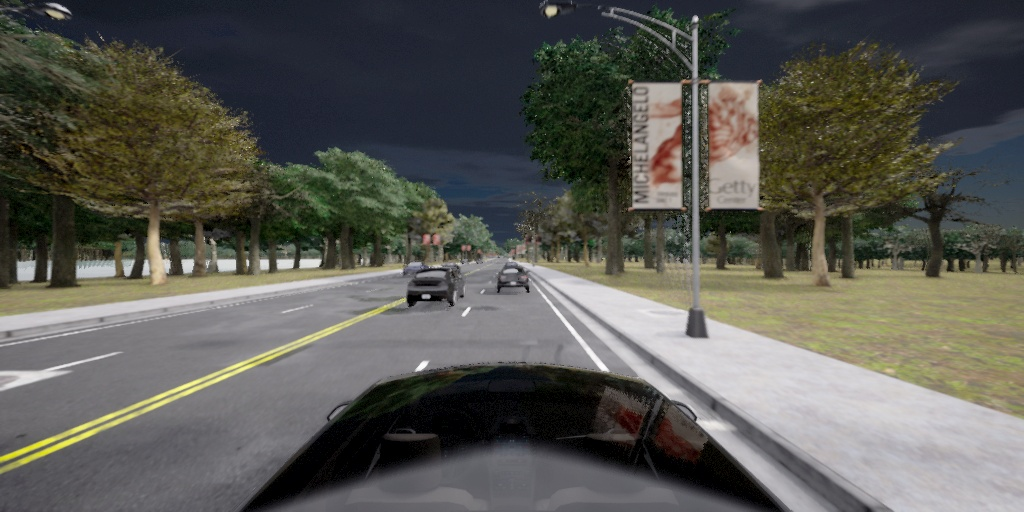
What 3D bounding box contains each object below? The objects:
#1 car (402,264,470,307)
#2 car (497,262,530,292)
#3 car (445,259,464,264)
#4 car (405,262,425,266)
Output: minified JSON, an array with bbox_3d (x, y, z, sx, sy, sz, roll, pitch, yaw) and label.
[{"bbox_3d":[-3.167,1.263,15.619,1.837,1.490,4.892,0,0,0],"label":"car"},{"bbox_3d":[0.064,1.290,21.349,1.812,1.442,4.674,0,0,0],"label":"car"},{"bbox_3d":[-6.718,1.359,38.815,1.994,1.385,4.181,0,0,0],"label":"car"},{"bbox_3d":[-9.959,1.317,37.348,1.812,1.442,4.674,0,0,0],"label":"car"}]
